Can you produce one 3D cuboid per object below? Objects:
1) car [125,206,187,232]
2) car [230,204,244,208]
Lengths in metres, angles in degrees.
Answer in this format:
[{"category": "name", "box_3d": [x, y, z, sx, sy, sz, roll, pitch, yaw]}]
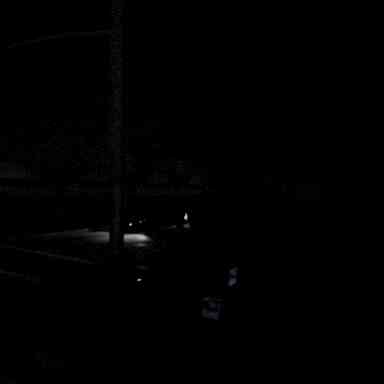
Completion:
[{"category": "car", "box_3d": [-2.246, 1.693, 21.833, 1.837, 1.490, 4.892, 0, 0, 36]}, {"category": "car", "box_3d": [3.668, 1.788, 30.013, 1.895, 1.301, 4.718, 0, 0, 36]}]
